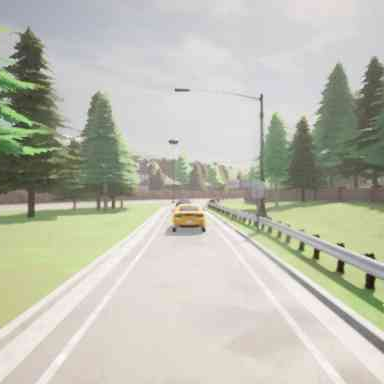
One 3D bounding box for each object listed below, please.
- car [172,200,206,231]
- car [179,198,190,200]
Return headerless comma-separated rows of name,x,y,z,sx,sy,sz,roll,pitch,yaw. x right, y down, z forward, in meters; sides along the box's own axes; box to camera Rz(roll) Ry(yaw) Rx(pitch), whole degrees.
car,-0.225,1.465,20.446,1.882,1.535,5.008,0,0,-2
car,-0.896,1.483,38.560,1.837,1.490,4.892,0,0,-2
